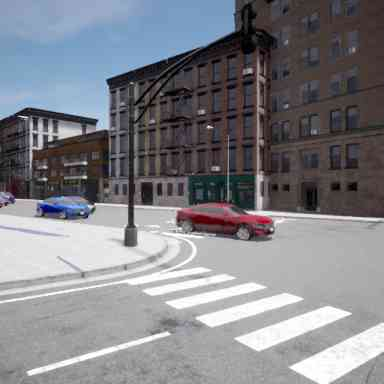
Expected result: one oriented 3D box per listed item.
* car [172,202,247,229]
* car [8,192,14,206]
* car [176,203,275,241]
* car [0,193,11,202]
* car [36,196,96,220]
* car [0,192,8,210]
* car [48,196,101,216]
[{"bbox_3d":[1.043,1.365,20.612,4.181,1.385,1.994,1,0,35],"label":"car"},{"bbox_3d":[-23.925,1.008,40.499,4.674,1.442,1.812,1,0,41],"label":"car"},{"bbox_3d":[1.494,1.314,16.042,5.008,1.535,1.882,2,1,37],"label":"car"},{"bbox_3d":[-33.140,0.897,57.609,4.674,1.442,1.812,1,0,43],"label":"car"},{"bbox_3d":[-9.531,1.148,24.469,5.008,1.535,1.882,1,1,38],"label":"car"},{"bbox_3d":[-20.994,0.877,33.759,4.553,1.767,2.097,1,0,40],"label":"car"},{"bbox_3d":[-10.430,1.137,29.324,4.902,1.511,2.128,1,0,39],"label":"car"}]
